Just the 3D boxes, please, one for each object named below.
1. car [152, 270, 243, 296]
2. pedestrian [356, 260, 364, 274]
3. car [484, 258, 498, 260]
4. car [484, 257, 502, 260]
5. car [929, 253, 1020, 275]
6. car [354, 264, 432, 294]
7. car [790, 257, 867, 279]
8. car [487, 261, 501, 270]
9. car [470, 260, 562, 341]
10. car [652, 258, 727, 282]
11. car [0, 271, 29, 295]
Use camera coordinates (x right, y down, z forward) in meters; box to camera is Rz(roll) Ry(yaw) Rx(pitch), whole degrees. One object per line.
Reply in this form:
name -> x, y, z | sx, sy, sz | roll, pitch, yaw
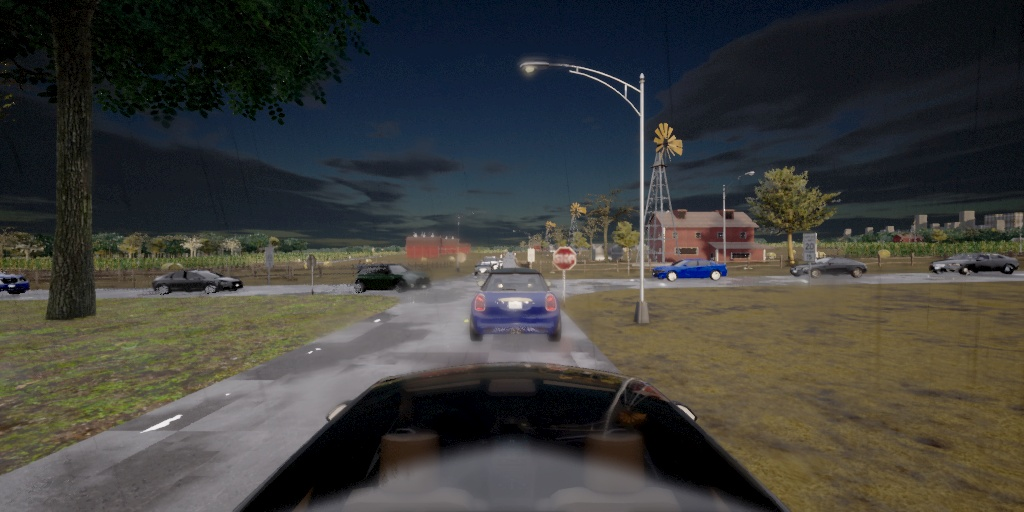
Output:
car -> -19.931, 1.647, 22.840 | 4.892, 1.490, 1.837 | -1, 1, 0
pedestrian -> -12.211, 1.215, 28.784 | 0.375, 1.860, 0.375 | 0, 2, 0
car -> -2.919, 1.308, 38.345 | 2.128, 1.511, 4.902 | 0, 0, 0
car -> -2.928, 1.097, 48.570 | 2.150, 2.045, 5.566 | 0, 0, 0
car -> 32.888, 0.552, 25.610 | 4.902, 1.511, 2.128 | -1, 1, 0
car -> -6.966, 1.230, 21.026 | 4.553, 1.767, 2.097 | -3, 0, 24
car -> 22.590, 0.796, 25.652 | 4.674, 1.442, 1.812 | -1, 1, 0
car -> -2.907, 1.513, 59.260 | 2.033, 1.411, 5.357 | 0, -1, 1
car -> 0.080, 1.104, 10.003 | 2.097, 1.767, 4.553 | 0, 0, 0
car -> 12.606, 0.948, 25.626 | 5.008, 1.535, 1.882 | -1, 1, -1
car -> -34.671, 1.634, 22.886 | 5.566, 2.045, 2.150 | -2, 1, 0
